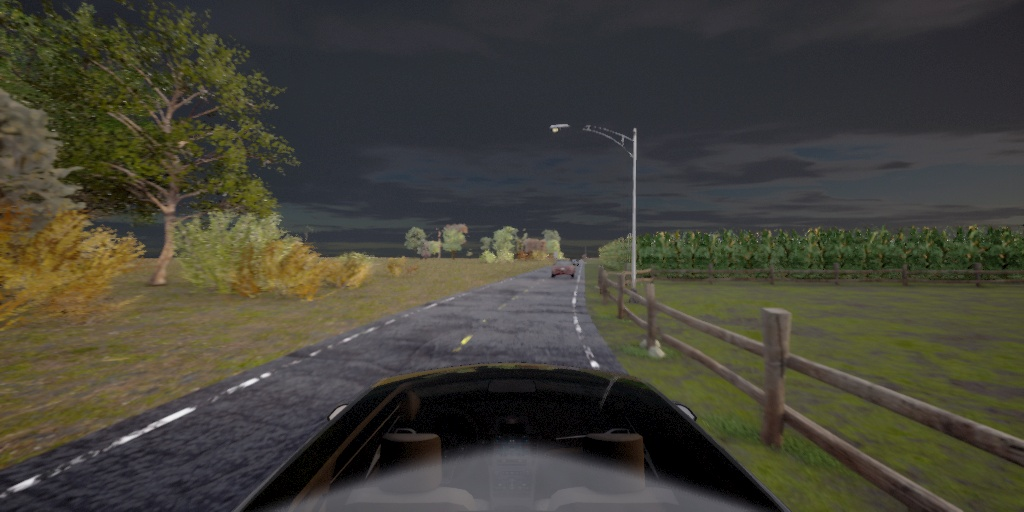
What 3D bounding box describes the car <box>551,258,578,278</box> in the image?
[{"bbox_3d":[4.962,1.130,34.117,2.097,1.767,4.553,0,0,11],"label":"car"}]
